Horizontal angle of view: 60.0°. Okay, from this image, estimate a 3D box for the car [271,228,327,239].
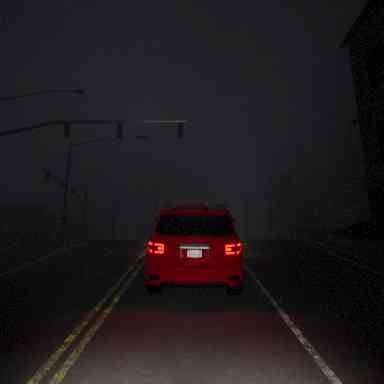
[{"bbox_3d":[10.223,4.527,31.783,5.566,2.045,2.150,-1,-14,4],"label":"car"}]

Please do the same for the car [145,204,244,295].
[{"bbox_3d":[0.081,1.347,9.242,2.150,2.045,5.566,1,-1,1],"label":"car"}]
